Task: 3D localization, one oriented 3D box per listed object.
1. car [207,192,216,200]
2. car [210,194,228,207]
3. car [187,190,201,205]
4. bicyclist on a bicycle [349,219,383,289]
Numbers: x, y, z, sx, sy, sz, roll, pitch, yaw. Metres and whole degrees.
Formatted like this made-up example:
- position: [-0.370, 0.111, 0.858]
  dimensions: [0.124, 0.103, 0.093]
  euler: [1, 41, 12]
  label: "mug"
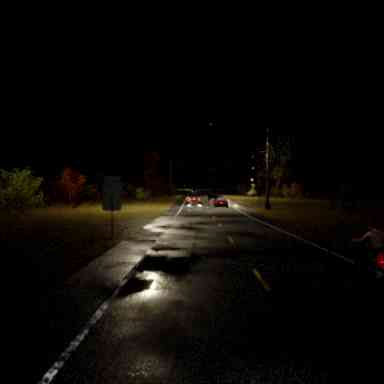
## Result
- position: [4.114, 0.778, 66.199]
  dimensions: [1.837, 1.490, 4.892]
  euler: [0, 1, 1]
  label: "car"
- position: [3.998, 1.394, 47.035]
  dimensions: [1.994, 1.385, 4.181]
  euler: [0, 1, 1]
  label: "car"
- position: [0.382, 1.012, 52.106]
  dimensions: [2.097, 1.767, 4.553]
  euler: [0, 2, 1]
  label: "car"
- position: [4.502, 1.490, 8.388]
  dimensions: [0.866, 1.612, 1.509]
  euler: [0, 0, 1]
  label: "bicyclist on a bicycle"
